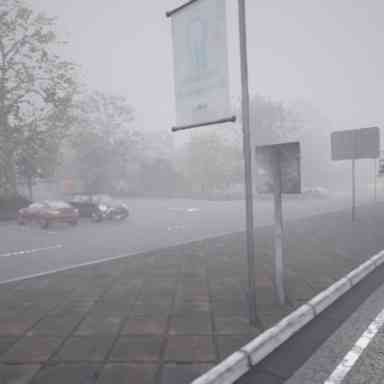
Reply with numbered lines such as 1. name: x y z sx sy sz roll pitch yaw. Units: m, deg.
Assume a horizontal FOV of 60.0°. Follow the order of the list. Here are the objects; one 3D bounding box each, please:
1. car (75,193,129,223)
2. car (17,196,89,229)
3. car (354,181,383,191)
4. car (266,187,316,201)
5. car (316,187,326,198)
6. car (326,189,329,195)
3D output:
1. car: -6.009 0.869 20.972 4.553 1.767 2.185 0 2 41
2. car: -8.056 1.136 18.560 4.674 1.452 2.002 0 2 41
3. car: 35.537 -0.969 67.655 5.008 1.535 2.097 0 2 42
4. car: 12.356 0.126 41.578 4.892 1.521 2.231 0 2 42
5. car: 14.522 0.021 44.031 5.008 1.535 2.097 0 2 42
6. car: 16.619 -0.037 46.379 4.674 1.452 2.002 0 2 42
